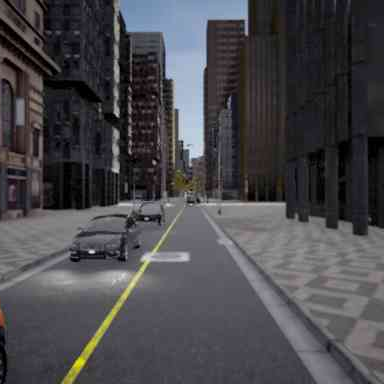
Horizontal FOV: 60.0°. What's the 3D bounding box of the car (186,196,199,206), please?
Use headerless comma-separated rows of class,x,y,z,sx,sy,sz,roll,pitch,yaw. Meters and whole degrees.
car,-0.095,1.957,74.864,2.150,2.045,5.566,0,-1,0

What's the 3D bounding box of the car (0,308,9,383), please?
car,-3.098,1.375,1.800,2.097,1.767,4.553,0,-1,0

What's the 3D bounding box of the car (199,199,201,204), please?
car,0.381,2.046,85.384,2.150,2.045,5.566,0,-1,22

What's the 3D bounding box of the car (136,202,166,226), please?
car,-3.030,1.542,24.759,1.882,1.535,5.008,0,-1,0

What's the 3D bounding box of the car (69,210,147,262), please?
car,-3.103,1.642,12.750,1.837,1.490,4.892,0,-1,0
